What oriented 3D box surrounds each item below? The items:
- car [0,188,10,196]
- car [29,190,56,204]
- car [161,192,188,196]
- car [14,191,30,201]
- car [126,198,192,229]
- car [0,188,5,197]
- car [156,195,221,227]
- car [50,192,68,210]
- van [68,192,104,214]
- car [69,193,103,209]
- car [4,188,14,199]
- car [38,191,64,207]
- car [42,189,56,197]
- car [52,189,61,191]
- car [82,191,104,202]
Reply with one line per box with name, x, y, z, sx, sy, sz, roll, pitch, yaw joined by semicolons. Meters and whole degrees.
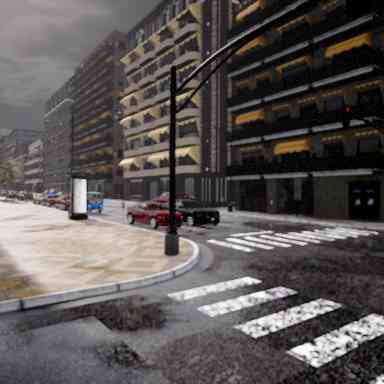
car;-42.196;-0.022;74.060;2.192;1.841;5.009;2;0;-36
car;-18.784;0.805;41.921;1.752;1.417;4.829;2;0;-36
car;-2.116;0.938;33.284;2.192;1.841;5.009;2;0;-36
car;-25.544;0.542;51.201;1.967;1.590;4.097;2;0;-36
car;-2.229;1.261;19.200;1.887;1.381;4.507;2;0;-36
car;-38.872;0.302;69.488;2.008;1.369;4.403;2;0;-36
car;-0.245;1.217;20.848;1.882;1.535;5.008;1;1;-35
car;-12.222;0.998;32.915;1.887;1.381;4.507;2;0;-36
van;-8.885;0.882;28.343;1.690;1.788;3.998;2;0;-36
car;-11.796;0.925;36.723;2.128;1.511;4.902;1;1;-36
car;-32.210;0.471;60.345;1.887;1.381;4.507;2;0;-36
car;-15.553;0.910;37.486;1.887;1.381;4.507;2;0;-36
car;-32.101;0.273;74.430;1.967;1.590;4.097;2;0;-36
car;-25.541;0.531;65.424;1.752;1.417;4.829;2;0;-36
car;-15.445;0.711;51.571;1.967;1.590;4.097;2;0;-36
